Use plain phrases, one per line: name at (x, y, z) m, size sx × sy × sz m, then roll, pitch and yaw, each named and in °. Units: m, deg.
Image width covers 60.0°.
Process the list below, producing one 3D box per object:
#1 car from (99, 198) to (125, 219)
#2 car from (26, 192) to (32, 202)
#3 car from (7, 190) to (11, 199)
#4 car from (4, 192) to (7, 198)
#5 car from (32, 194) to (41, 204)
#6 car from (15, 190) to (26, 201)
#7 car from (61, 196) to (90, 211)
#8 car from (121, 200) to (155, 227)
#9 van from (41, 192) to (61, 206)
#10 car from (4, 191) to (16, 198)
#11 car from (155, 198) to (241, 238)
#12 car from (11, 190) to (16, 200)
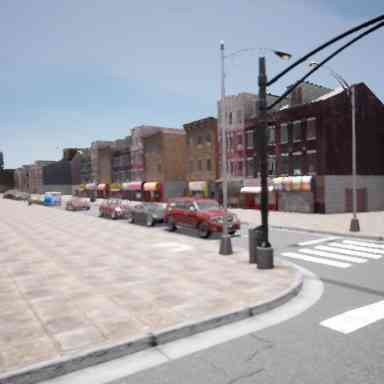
car at (-5.897, 1.251, 26.555) m, size 1.967 × 1.590 × 4.097 m, roll -1°, pitch 1°, yaw -35°
car at (-24.600, 0.979, 52.820) m, size 1.752 × 1.417 × 4.829 m, roll -1°, pitch 1°, yaw -35°
car at (-37.234, 0.553, 70.557) m, size 2.192 × 1.841 × 5.009 m, roll -1°, pitch 1°, yaw -35°
car at (-40.368, 0.503, 74.958) m, size 2.192 × 1.841 × 5.009 m, roll -1°, pitch 1°, yaw -35°
car at (-21.467, 1.035, 48.420) m, size 1.752 × 1.417 × 4.829 m, roll -1°, pitch 1°, yaw -35°
car at (-30.966, 0.782, 61.758) m, size 1.967 × 1.590 × 4.097 m, roll -1°, pitch 1°, yaw -35°
car at (-12.164, 1.268, 35.358) m, size 1.802 × 1.307 × 4.206 m, roll -1°, pitch 1°, yaw -35°
car at (-2.763, 1.442, 22.157) m, size 1.947 × 1.339 × 4.313 m, roll -1°, pitch 1°, yaw -35°
van at (-18.432, 0.908, 44.154) m, size 1.690 × 1.788 × 3.998 m, roll -1°, pitch 1°, yaw -35°
car at (-43.500, 0.580, 79.360) m, size 1.967 × 1.590 × 4.097 m, roll -1°, pitch 1°, yaw -35°
car at (0.370, 1.256, 17.752) m, size 2.192 × 1.841 × 5.009 m, roll -1°, pitch 1°, yaw -35°
car at (-34.100, 0.729, 66.158) m, size 1.967 × 1.590 × 4.097 m, roll -1°, pitch 1°, yaw -35°
